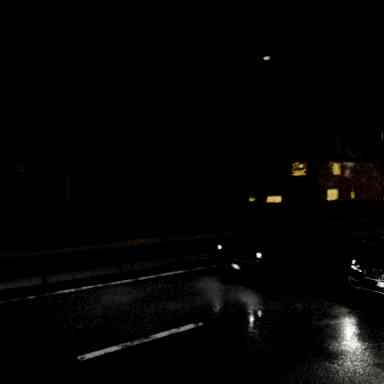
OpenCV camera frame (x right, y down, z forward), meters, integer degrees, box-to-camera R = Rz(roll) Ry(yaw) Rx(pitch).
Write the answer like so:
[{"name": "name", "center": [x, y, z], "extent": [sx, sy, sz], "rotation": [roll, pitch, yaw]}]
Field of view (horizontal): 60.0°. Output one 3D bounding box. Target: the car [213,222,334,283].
[{"name": "car", "center": [2.921, 1.582, 9.761], "extent": [4.718, 1.301, 1.895], "rotation": [0, 0, -35]}]

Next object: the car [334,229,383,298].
[{"name": "car", "center": [5.550, 1.484, 7.643], "extent": [4.892, 1.490, 1.837], "rotation": [0, 0, -35]}]
